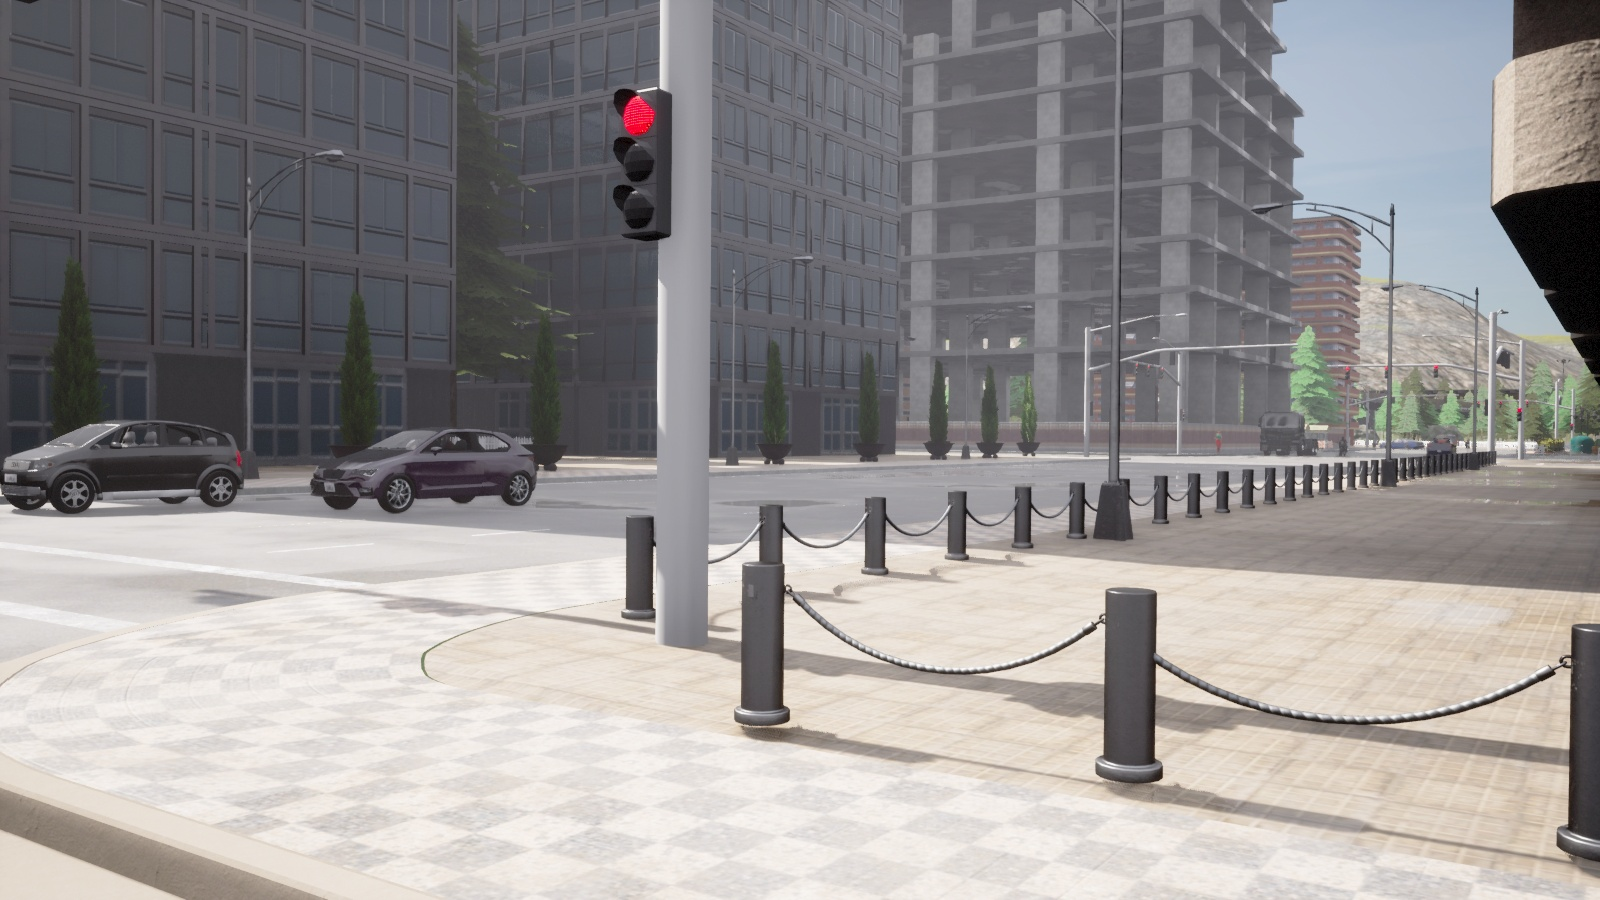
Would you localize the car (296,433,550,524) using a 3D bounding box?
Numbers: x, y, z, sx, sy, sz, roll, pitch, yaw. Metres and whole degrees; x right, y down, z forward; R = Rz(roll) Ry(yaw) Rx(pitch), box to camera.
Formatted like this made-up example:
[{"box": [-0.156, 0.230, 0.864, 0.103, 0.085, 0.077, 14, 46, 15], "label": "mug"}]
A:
[{"box": [-6.723, 0.439, 22.796, 1.816, 1.474, 4.193, 0, 1, 34], "label": "car"}]

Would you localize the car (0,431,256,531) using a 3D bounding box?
[{"box": [-11.657, 0.463, 21.730, 1.789, 1.549, 3.705, 0, 1, 34], "label": "car"}]
